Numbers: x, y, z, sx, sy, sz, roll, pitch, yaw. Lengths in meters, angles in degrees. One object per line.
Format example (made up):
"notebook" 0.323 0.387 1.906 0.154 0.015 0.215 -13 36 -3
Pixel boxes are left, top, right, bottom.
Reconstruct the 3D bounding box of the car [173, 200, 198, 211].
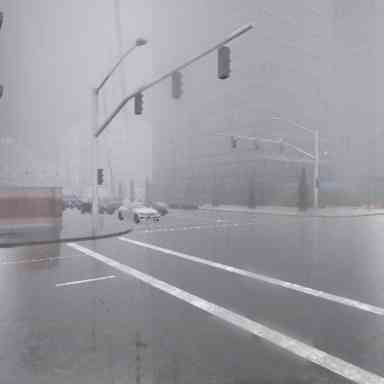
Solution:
"car" -1.325 1.601 40.213 1.895 1.301 4.718 0 0 -36

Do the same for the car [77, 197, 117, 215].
"car" -9.476 1.352 33.222 2.097 1.767 4.553 0 0 -36

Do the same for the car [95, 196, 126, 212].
"car" -9.740 1.352 39.598 2.097 1.767 4.553 0 0 -36

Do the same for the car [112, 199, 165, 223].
"car" -4.250 1.526 25.923 1.812 1.442 4.674 0 0 -36

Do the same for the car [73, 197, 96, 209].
"car" -15.370 1.526 47.479 1.812 1.442 4.674 0 0 -35

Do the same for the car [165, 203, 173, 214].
"car" -4.360 1.547 32.085 2.033 1.411 5.357 0 0 -36

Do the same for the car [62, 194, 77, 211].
"car" -15.671 1.221 41.870 2.150 2.045 5.566 0 0 -36
